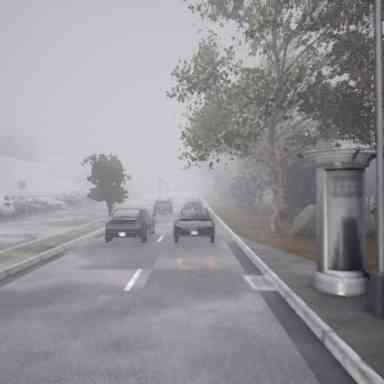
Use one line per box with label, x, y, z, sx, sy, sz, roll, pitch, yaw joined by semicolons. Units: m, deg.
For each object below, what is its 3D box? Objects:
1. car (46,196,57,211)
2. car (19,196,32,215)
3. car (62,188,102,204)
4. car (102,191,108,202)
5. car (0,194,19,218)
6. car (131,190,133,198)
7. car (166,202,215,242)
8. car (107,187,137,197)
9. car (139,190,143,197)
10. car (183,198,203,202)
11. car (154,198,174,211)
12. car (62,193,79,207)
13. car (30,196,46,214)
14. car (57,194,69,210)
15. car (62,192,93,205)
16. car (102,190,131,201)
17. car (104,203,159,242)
car;-16.853;1.198;34.720;4.553;1.767;2.185;-1;1;-20
car;-16.850;1.424;28.709;4.792;1.488;2.163;-1;1;-20
car;-16.789;0.845;49.748;5.566;2.045;2.435;-1;1;-20
car;-16.633;1.046;52.803;5.366;1.575;1.946;-1;1;-20
car;-16.856;1.173;25.707;5.566;2.045;2.435;-1;1;-20
car;-16.815;0.819;76.725;4.792;1.488;2.163;-1;1;-20
car;0.102;1.481;16.316;2.128;1.511;4.902;0;0;0
car;-16.815;0.515;79.727;5.566;2.045;2.435;-1;1;-20
car;-16.786;0.445;88.740;5.566;2.045;2.435;-1;1;-20
car;0.104;1.341;34.398;1.837;1.490;4.892;0;1;0
car;-2.897;1.328;34.310;2.128;1.511;4.902;0;1;0
car;-16.809;1.236;40.732;5.008;1.535;2.097;-1;1;-20
car;-16.825;1.405;31.733;4.674;1.452;2.002;-1;0;-20
car;-16.821;1.321;37.733;4.674;1.452;2.002;-1;1;-20
car;-16.785;1.170;46.749;4.792;1.488;2.163;-1;1;-20
car;-16.799;0.816;73.741;4.892;1.521;2.231;-1;0;-20
car;-2.899;1.495;16.263;1.837;1.490;4.892;0;0;0
